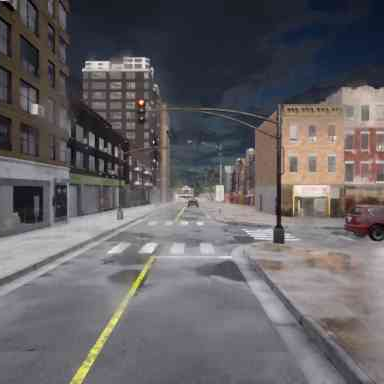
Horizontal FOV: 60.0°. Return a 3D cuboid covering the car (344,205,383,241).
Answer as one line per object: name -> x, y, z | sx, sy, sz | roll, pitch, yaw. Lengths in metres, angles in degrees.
car -> 10.843, 1.642, 17.854 | 5.009, 1.841, 2.192 | 1, -1, 0

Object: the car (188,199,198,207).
car -> 0.203, 2.062, 63.949 | 1.837, 1.490, 4.892 | 0, -1, 0
